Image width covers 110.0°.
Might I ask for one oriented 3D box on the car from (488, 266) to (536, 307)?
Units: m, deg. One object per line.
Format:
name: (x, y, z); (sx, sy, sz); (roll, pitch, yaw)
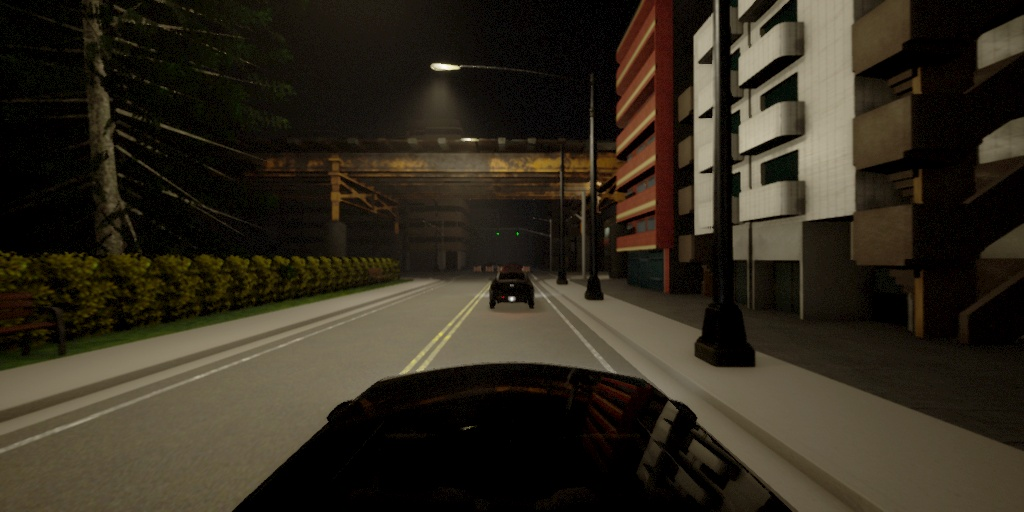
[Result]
car: (0.002, 1.395, 16.167); (1.837, 1.490, 4.892); (0, 0, 0)

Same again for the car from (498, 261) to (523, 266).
car: (-0.027, 1.510, 31.318); (1.882, 1.535, 5.008); (0, 0, -1)
